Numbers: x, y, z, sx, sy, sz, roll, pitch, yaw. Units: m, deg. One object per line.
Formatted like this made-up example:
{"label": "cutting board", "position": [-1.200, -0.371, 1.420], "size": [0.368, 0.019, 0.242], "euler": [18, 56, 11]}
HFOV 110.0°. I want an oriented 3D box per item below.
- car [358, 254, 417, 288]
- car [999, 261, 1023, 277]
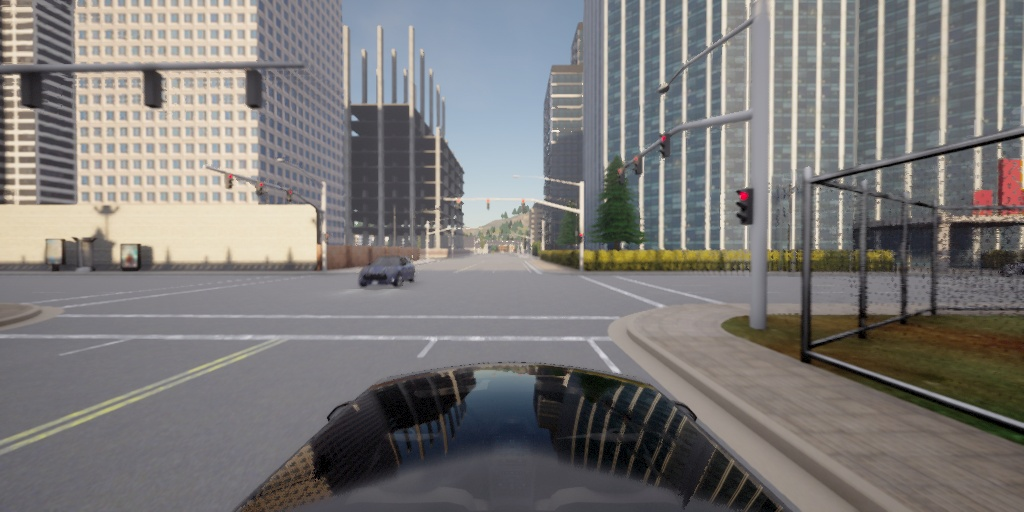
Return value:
{"label": "car", "position": [-6.999, 0.758, 20.526], "size": [2.097, 1.767, 4.553], "euler": [0, 1, 0]}
{"label": "car", "position": [37.947, 0.860, 25.587], "size": [4.674, 1.442, 1.812], "euler": [0, 1, 0]}
